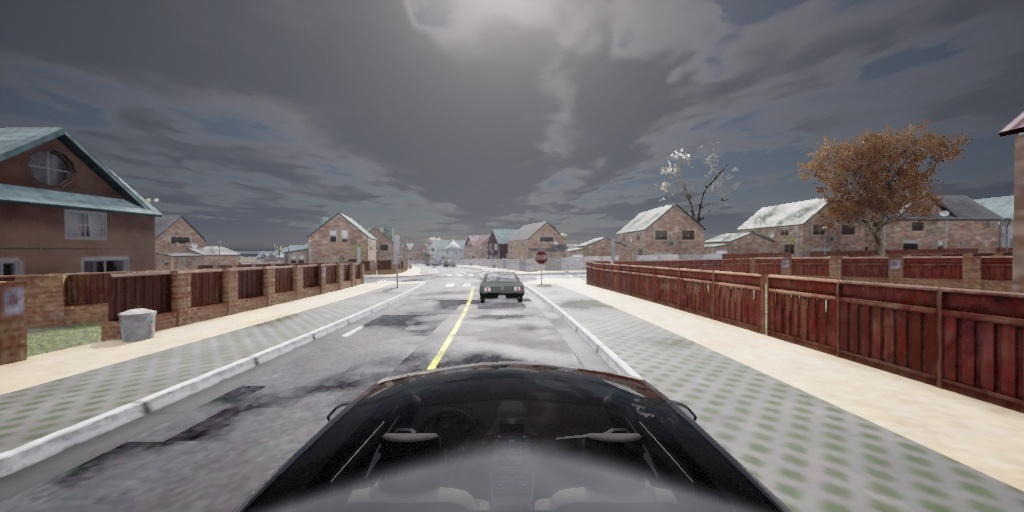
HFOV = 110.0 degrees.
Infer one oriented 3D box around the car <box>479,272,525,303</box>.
[{"bbox_3d":[-0.558,1.368,16.627,1.895,1.301,4.718,0,0,-4],"label":"car"}]
